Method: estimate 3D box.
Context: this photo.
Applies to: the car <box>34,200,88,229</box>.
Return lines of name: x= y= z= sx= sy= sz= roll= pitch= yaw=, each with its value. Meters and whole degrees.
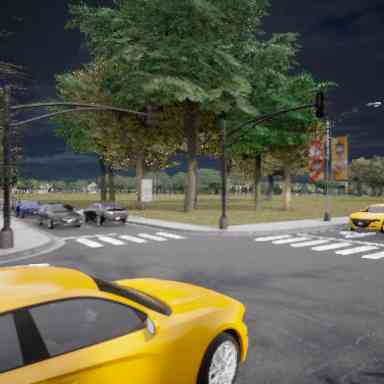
car: x=-8.568 y=1.478 z=21.425 sx=1.837 sy=1.490 sz=4.892 roll=0 pitch=0 yaw=-35

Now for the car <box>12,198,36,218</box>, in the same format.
car: x=-14.456 y=1.439 z=29.711 sx=1.882 sy=1.535 sz=5.008 roll=0 pitch=0 yaw=-35

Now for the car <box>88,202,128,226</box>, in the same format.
car: x=-6.094 y=1.467 z=23.014 sx=2.128 sy=1.511 sz=4.902 roll=0 pitch=0 yaw=-35

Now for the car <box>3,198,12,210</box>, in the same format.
car: x=-20.348 y=1.445 z=38.011 sx=2.128 sy=1.511 sz=4.902 roll=0 pitch=0 yaw=-35

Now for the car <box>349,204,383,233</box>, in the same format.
car: x=11.264 y=1.466 z=19.677 sx=5.008 sy=1.535 sz=1.882 roll=0 pitch=0 yaw=-35

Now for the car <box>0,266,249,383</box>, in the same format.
car: x=-1.469 y=1.477 z=3.109 sx=5.008 sy=1.535 sz=1.882 roll=0 pitch=0 yaw=-44
